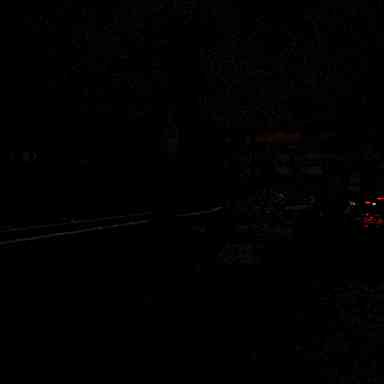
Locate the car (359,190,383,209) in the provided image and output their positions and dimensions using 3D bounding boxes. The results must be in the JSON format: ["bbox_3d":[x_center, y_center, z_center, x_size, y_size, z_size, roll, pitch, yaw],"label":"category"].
[{"bbox_3d":[15.188,0.562,27.810,1.837,1.490,4.892,2,3,27],"label":"car"}]

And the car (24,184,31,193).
[{"bbox_3d":[-24.073,-0.509,51.371,3.806,1.475,1.970,1,2,29],"label":"car"}]
